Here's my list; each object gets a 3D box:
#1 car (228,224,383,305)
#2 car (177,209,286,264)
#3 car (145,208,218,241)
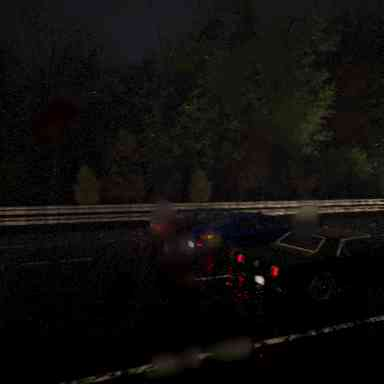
[{"bbox_3d":[3.442,1.517,7.717,4.718,1.301,1.895,0,1,-22],"label":"car"},{"bbox_3d":[2.099,1.406,10.945,4.674,1.442,1.812,0,1,-22],"label":"car"},{"bbox_3d":[0.763,1.389,14.181,5.357,1.411,2.033,0,1,-22],"label":"car"}]
